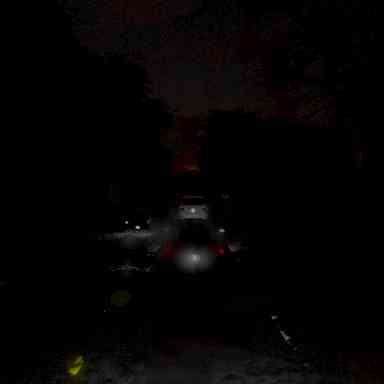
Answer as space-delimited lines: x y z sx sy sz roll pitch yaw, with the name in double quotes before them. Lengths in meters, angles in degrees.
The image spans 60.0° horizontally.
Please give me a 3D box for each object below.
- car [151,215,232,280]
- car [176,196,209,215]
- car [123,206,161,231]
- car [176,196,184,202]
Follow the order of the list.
"car" 0.076 1.613 10.126 1.994 1.385 4.181 0 0 0
"car" 0.086 1.325 25.330 2.150 2.045 5.566 0 0 0
"car" -3.076 1.640 21.561 2.033 1.411 5.357 0 0 0
"car" -2.973 1.709 82.390 1.895 1.301 4.718 0 0 0
